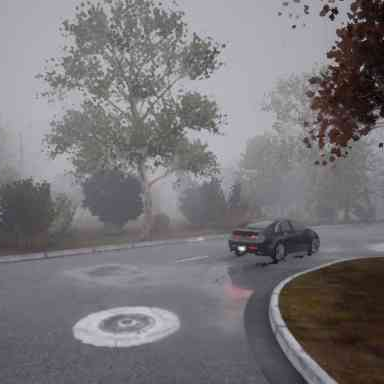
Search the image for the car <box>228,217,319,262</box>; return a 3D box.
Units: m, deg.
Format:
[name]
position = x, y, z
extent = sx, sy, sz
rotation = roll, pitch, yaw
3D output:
[car]
position = 3.402, 1.794, 13.338
extent = 1.837, 1.490, 4.892
rotation = -2, -3, 43
